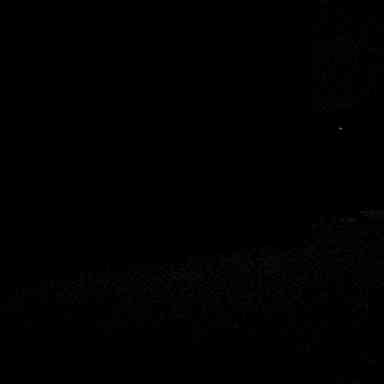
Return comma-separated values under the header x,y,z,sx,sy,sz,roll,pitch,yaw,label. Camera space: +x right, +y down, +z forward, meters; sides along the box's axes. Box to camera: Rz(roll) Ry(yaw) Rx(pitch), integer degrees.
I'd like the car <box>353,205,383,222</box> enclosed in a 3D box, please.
x,y,z,sx,sy,sz,roll,pitch,yaw,label
15.484,1.758,26.766,1.812,1.442,4.674,2,-2,-35,car
